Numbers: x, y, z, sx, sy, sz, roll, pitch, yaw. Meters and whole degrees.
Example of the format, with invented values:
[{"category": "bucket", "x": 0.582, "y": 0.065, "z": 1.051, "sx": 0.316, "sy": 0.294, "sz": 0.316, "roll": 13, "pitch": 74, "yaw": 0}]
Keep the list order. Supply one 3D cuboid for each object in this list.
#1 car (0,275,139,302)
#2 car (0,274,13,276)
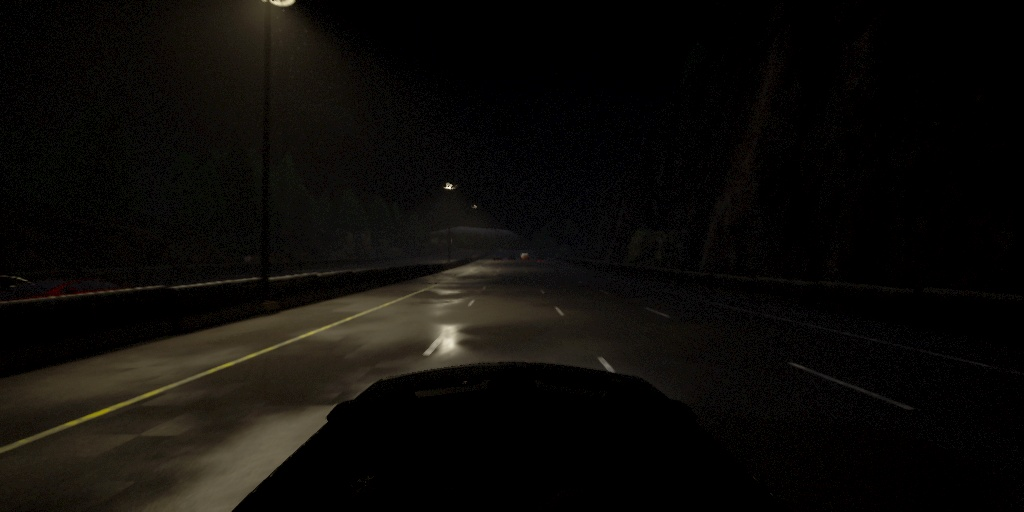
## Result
[{"category": "car", "x": -14.008, "y": 1.382, "z": 11.101, "sx": 1.994, "sy": 1.385, "sz": 4.181, "roll": 0, "pitch": 0, "yaw": 0}, {"category": "car", "x": -17.508, "y": 1.328, "z": 11.099, "sx": 1.837, "sy": 1.490, "sz": 4.892, "roll": 0, "pitch": 0, "yaw": 0}]
